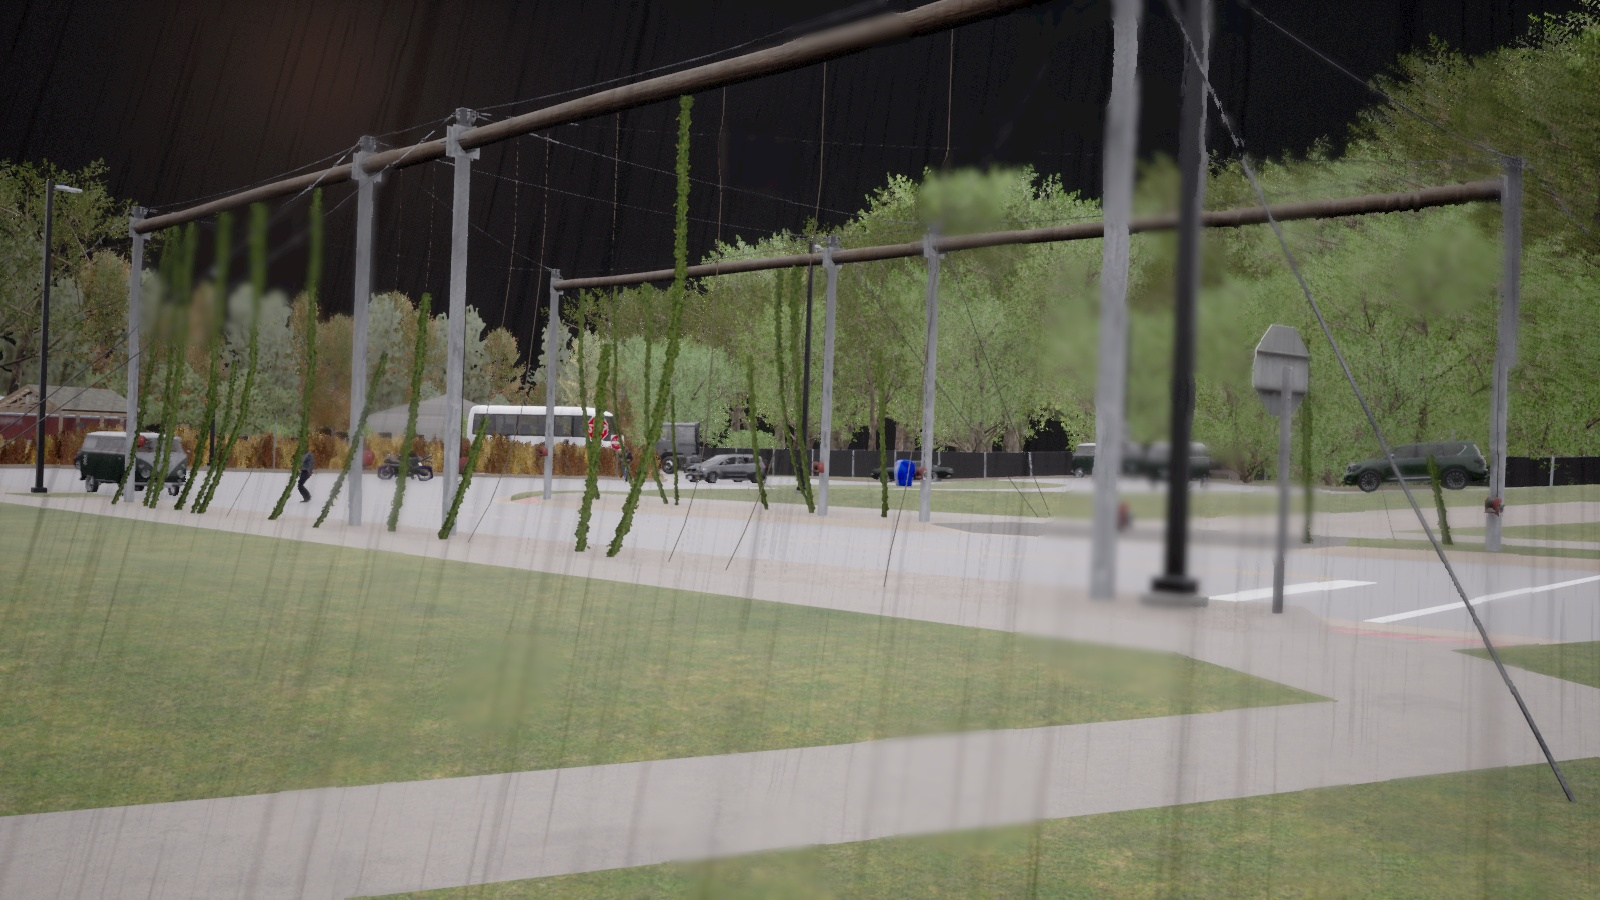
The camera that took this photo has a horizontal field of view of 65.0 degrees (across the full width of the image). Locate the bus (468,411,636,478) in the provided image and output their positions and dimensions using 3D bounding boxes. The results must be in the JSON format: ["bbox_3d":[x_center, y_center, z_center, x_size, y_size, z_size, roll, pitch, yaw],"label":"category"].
[{"bbox_3d":[-16.412,-0.398,83.295,10.273,4.253,3.944,0,1,14],"label":"bus"}]

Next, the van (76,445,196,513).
[{"bbox_3d":[-21.165,0.882,39.987,4.442,1.987,1.775,1,0,39],"label":"van"}]

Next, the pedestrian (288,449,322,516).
[{"bbox_3d":[-14.429,0.938,36.637,0.423,1.949,0.788,1,0,39],"label":"pedestrian"}]

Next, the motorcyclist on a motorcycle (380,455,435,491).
[{"bbox_3d":[-16.922,0.985,54.116,2.191,1.530,0.866,0,1,-21],"label":"motorcyclist on a motorcycle"}]

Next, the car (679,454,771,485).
[{"bbox_3d":[-4.187,1.066,70.310,4.611,1.667,2.242,0,0,-36],"label":"car"}]

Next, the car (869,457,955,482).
[{"bbox_3d":[6.616,1.143,73.863,4.718,1.301,1.895,-2,-1,15],"label":"car"}]

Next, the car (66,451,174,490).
[{"bbox_3d":[-28.300,0.828,52.299,3.633,1.501,1.845,1,1,14],"label":"car"}]

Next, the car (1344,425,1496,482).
[{"bbox_3d":[26.281,0.181,53.495,5.566,2.045,2.150,-4,-1,22],"label":"car"}]

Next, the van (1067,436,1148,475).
[{"bbox_3d":[16.382,0.276,67.078,1.775,1.987,4.442,-1,0,-25],"label":"van"}]

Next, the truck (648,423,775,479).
[{"bbox_3d":[-5.778,0.028,81.616,7.936,3.462,2.891,0,1,27],"label":"truck"}]

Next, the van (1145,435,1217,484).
[{"bbox_3d":[16.530,0.374,54.347,1.775,1.987,4.442,1,1,34],"label":"van"}]
